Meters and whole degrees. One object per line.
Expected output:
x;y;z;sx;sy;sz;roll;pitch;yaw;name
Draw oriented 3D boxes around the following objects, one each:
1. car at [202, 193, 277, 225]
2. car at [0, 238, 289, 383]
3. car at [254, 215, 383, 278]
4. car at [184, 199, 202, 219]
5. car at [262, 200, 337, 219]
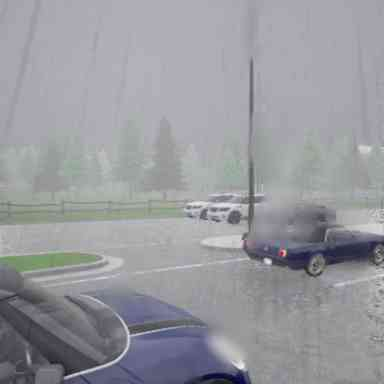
3.791;1.155;23.620;5.566;2.045;2.150;0;0;-30;car
-1.684;1.343;2.367;4.553;1.767;2.097;0;0;-34;car
3.935;1.575;10.077;4.718;1.301;1.895;0;0;-31;car
2.072;1.144;26.669;5.566;2.045;2.150;0;0;-30;car
7.314;1.435;21.629;4.902;1.511;2.128;0;0;-30;car
